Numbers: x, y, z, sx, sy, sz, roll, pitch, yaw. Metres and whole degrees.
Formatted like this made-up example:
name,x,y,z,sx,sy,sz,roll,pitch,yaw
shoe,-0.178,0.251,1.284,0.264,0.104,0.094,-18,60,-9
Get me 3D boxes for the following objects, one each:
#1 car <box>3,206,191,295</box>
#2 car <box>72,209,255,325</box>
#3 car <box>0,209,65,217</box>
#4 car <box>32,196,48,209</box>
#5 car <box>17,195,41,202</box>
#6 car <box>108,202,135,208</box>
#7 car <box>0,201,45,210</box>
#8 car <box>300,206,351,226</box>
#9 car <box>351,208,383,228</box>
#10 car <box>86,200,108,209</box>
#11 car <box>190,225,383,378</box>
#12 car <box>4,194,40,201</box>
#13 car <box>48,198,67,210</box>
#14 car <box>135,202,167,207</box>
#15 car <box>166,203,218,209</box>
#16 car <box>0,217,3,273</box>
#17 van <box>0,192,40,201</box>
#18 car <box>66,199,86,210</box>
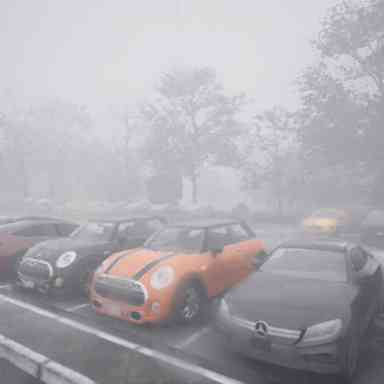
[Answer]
name,x,y,z,sx,sy,sz,roll,pitch,yaw
car,-2.292,1.479,9.258,2.185,1.767,4.553,0,0,36
car,-0.042,1.463,7.625,2.185,1.767,4.553,-1,0,36
car,-6.839,1.638,12.484,2.163,1.488,4.792,0,0,36
car,-12.714,1.421,32.980,2.163,1.488,4.792,2,1,36
car,-15.085,1.358,34.669,2.002,1.452,4.674,2,1,36
car,-3.804,1.571,26.472,2.097,1.535,5.008,1,0,36
car,-9.096,1.473,14.119,2.185,1.767,4.553,0,0,36
car,7.375,1.580,18.136,1.946,1.575,5.366,0,0,36
car,9.745,1.559,16.652,2.097,1.535,5.008,-1,0,36
car,-6.077,1.572,28.092,2.163,1.488,4.792,1,1,36
car,2.198,1.604,5.964,2.002,1.452,4.674,-1,-1,36
car,-17.339,1.281,36.304,2.002,1.452,4.674,2,1,36
car,-10.362,1.449,31.467,1.946,1.575,5.366,1,1,36
car,-1.546,1.591,24.833,2.097,1.535,5.008,0,0,36
car,0.815,1.603,23.118,2.231,1.521,4.892,0,0,36
car,-4.549,1.640,10.893,2.163,1.488,4.792,0,0,36
van,-19.572,0.943,37.765,1.878,1.987,4.442,2,2,36
car,-8.100,1.500,29.825,1.946,1.575,5.366,1,1,36
